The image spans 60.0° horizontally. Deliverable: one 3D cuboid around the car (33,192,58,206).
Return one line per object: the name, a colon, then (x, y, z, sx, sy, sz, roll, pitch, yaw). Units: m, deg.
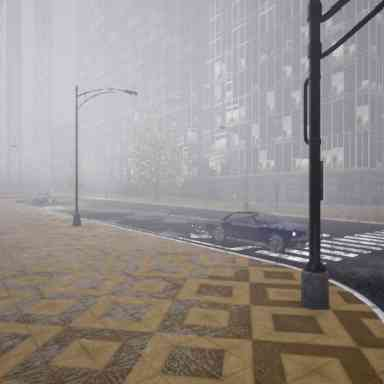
car: (-17.048, 0.744, 38.507, 2.128, 1.511, 4.902, 0, 1, -38)

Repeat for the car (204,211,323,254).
car: (2.670, 1.451, 13.290, 1.895, 1.301, 4.718, 0, 1, -38)
